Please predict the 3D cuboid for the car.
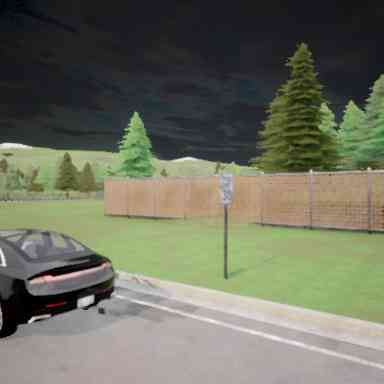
[{"bbox_3d":[-3.624,1.482,6.580,4.902,1.511,2.128,0,0,35],"label":"car"}]
